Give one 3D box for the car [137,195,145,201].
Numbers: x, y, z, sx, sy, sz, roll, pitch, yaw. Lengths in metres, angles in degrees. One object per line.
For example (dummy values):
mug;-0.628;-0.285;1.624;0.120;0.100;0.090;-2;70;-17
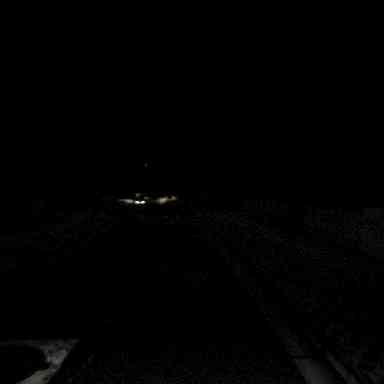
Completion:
car;-12.308;1.468;79.549;2.128;1.511;4.902;0;0;-9
